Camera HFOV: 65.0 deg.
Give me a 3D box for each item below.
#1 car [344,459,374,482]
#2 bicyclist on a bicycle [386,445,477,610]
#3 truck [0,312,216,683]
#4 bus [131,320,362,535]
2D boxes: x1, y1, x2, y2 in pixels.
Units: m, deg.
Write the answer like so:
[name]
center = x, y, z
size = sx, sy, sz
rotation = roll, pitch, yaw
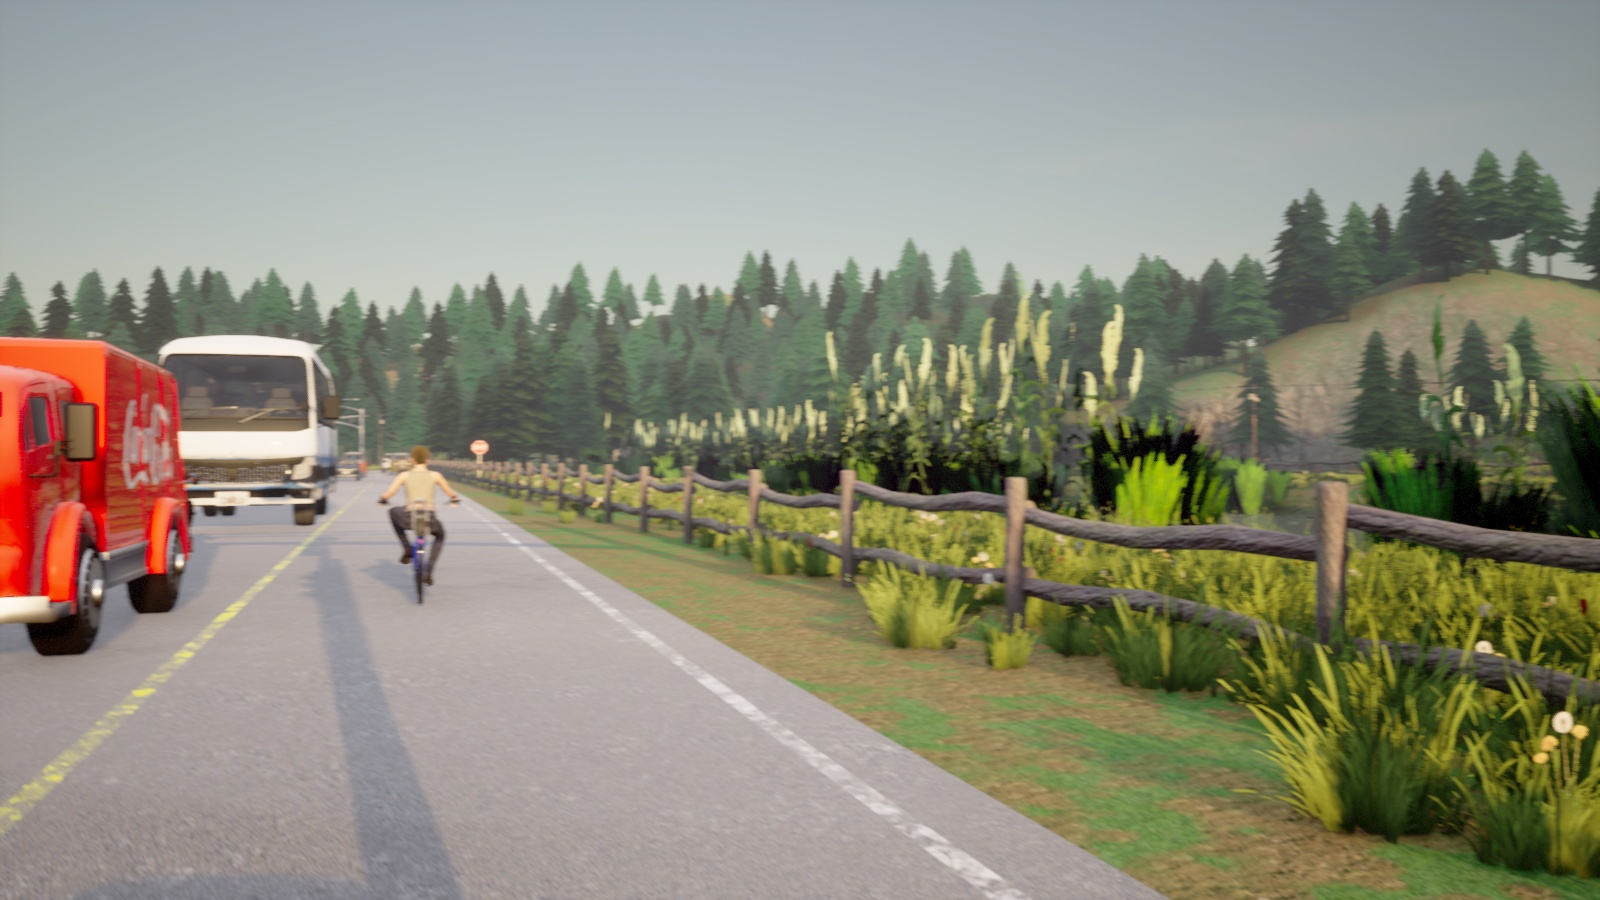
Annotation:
[car]
center = -29.483, 1.355, 83.994
size = 1.789, 1.549, 3.705
rotation = 0, 0, -17
[bicyclist on a bicycle]
center = -3.866, 0.767, 13.134
size = 0.866, 1.612, 1.509
rotation = 0, 0, -17
[truck]
center = -6.758, 0.333, 10.620
size = 2.627, 2.467, 5.204
rotation = 0, 0, -17
[bus]
center = -12.864, -0.411, 30.343
size = 3.944, 4.253, 10.273
rotation = 0, 0, -17
